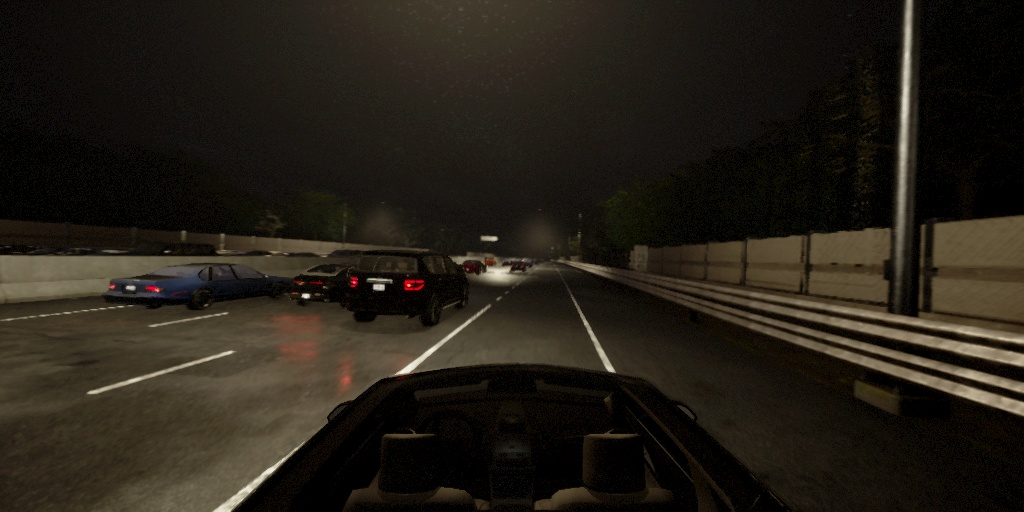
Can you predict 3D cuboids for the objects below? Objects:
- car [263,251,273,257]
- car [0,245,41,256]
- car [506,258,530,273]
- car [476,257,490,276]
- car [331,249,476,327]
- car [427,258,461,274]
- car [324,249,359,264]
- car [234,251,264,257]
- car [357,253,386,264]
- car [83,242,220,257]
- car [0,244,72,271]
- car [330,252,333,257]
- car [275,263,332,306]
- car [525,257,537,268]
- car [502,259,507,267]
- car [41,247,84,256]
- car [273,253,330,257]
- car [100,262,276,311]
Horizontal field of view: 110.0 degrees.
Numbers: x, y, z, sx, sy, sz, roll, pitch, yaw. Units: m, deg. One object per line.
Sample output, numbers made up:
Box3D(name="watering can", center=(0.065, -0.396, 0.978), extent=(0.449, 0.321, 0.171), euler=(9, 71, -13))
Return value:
Box3D(name="car", center=(-24.536, 0.362, 39.518), extent=(1.994, 1.385, 4.181), euler=(2, 0, 7))
Box3D(name="car", center=(-26.578, 0.200, 21.125), extent=(2.128, 1.511, 4.902), euler=(2, 0, 6))
Box3D(name="car", center=(0.841, 1.356, 46.059), extent=(2.033, 1.411, 5.357), euler=(2, 0, 6))
Box3D(name="car", center=(-3.803, 1.096, 35.525), extent=(1.882, 1.535, 5.008), euler=(2, 0, 6))
Box3D(name="car", center=(-2.929, 0.861, 11.342), extent=(2.150, 2.045, 5.566), euler=(2, 0, 6))
Box3D(name="car", center=(-7.065, 0.981, 37.901), extent=(2.128, 1.511, 4.902), euler=(2, 0, 6))
Box3D(name="car", center=(-26.283, 0.049, 55.497), extent=(2.150, 2.045, 5.566), euler=(2, 1, 6))
Box3D(name="car", center=(-28.058, 0.163, 39.439), extent=(1.837, 1.490, 4.892), euler=(2, 0, 7))
Box3D(name="car", center=(-22.535, 0.387, 57.734), extent=(2.128, 1.511, 4.902), euler=(2, 0, 6))
Box3D(name="car", center=(-19.624, 0.205, 20.316), extent=(2.150, 2.045, 5.566), euler=(2, 0, 6))
Box3D(name="car", center=(-30.089, 0.075, 21.182), extent=(1.837, 1.490, 4.892), euler=(2, 0, 6))
Box3D(name="car", center=(-17.494, 0.299, 39.468), extent=(2.150, 2.045, 5.566), euler=(2, 0, 7))
Box3D(name="car", center=(-6.202, 1.018, 13.671), extent=(1.837, 1.490, 4.892), euler=(2, 0, 6))
Box3D(name="car", center=(2.838, 1.459, 64.943), extent=(2.033, 1.411, 5.357), euler=(2, 0, 6))
Box3D(name="car", center=(-0.635, 1.266, 65.345), extent=(2.128, 1.511, 4.902), euler=(2, 0, 6))
Box3D(name="car", center=(-23.100, 0.372, 20.782), extent=(1.812, 1.442, 4.674), euler=(2, 0, 6))
Box3D(name="car", center=(-21.347, 0.400, 36.625), extent=(1.882, 1.535, 5.008), euler=(2, 0, 6))
Box3D(name="car", center=(-9.901, 0.912, 12.057), extent=(2.033, 1.411, 5.357), euler=(2, 0, 6))
